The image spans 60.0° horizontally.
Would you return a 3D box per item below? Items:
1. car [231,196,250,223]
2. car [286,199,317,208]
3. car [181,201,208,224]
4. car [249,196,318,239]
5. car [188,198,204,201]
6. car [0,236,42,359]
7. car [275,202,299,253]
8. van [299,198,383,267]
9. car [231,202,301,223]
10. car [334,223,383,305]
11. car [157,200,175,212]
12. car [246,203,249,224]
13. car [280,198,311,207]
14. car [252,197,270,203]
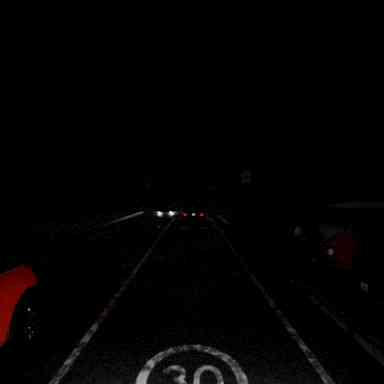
[{"bbox_3d":[5.626,1.283,22.948,5.566,2.045,2.435,0,0,0],"label":"car"},{"bbox_3d":[18.702,1.932,56.985,4.674,1.452,2.002,0,-1,0],"label":"car"},{"bbox_3d":[0.101,1.622,25.417,2.033,1.411,5.357,0,-1,0],"label":"car"},{"bbox_3d":[5.624,1.244,14.538,5.566,2.045,2.435,0,0,0],"label":"car"},{"bbox_3d":[0.103,1.765,42.800,2.128,1.511,4.902,0,-1,0],"label":"car"},{"bbox_3d":[-3.349,1.359,3.178,2.097,1.767,4.553,0,0,0],"label":"car"},{"bbox_3d":[5.564,1.362,11.736,4.553,1.767,2.185,0,0,0],"label":"car"},{"bbox_3d":[5.482,1.257,8.932,4.442,1.987,1.878,0,0,0],"label":"van"},{"bbox_3d":[5.594,1.555,25.747,4.892,1.521,2.231,0,0,0],"label":"car"},{"bbox_3d":[5.594,1.479,6.128,4.892,1.521,2.231,0,0,0],"label":"car"},{"bbox_3d":[-3.338,1.803,43.150,1.812,1.442,4.674,0,-1,0],"label":"car"},{"bbox_3d":[5.602,1.505,17.342,4.892,1.521,2.231,0,0,0],"label":"car"},{"bbox_3d":[18.713,1.927,60.134,5.008,1.535,2.097,0,-1,0],"label":"car"},{"bbox_3d":[18.762,2.150,91.018,4.553,1.767,2.185,0,-1,0],"label":"car"}]
